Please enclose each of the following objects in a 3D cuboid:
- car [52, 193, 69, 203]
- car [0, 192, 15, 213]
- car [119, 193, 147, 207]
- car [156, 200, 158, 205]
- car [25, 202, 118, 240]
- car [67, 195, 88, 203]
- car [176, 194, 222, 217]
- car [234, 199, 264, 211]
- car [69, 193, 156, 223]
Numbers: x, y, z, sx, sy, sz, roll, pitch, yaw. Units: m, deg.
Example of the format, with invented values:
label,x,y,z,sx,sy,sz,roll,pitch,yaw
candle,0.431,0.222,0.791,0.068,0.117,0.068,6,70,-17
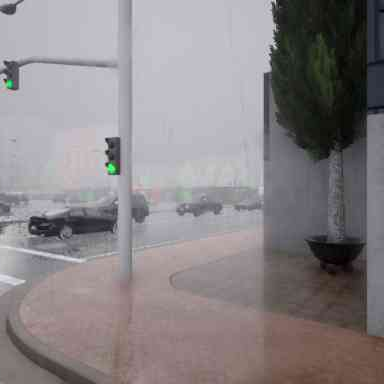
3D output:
label,x,y,z,sx,sy,sz,roll,pitch,yaw
car,-23.120,1.153,59.806,4.605,1.855,1.932,0,0,35
car,-20.146,1.156,33.658,3.866,1.878,1.905,0,0,35
car,-8.820,1.156,49.684,3.866,1.878,1.905,0,0,35
car,-7.135,1.395,52.039,3.806,1.475,1.970,0,0,35
car,-5.721,1.477,17.080,1.882,1.535,5.008,0,0,36
car,-21.392,1.364,62.131,3.905,1.438,1.784,0,0,35
car,0.798,1.221,32.111,2.150,2.045,5.566,0,0,37
car,7.197,1.547,40.625,2.033,1.411,5.357,0,0,37
car,-5.471,1.221,23.707,2.150,2.045,5.566,0,0,36
